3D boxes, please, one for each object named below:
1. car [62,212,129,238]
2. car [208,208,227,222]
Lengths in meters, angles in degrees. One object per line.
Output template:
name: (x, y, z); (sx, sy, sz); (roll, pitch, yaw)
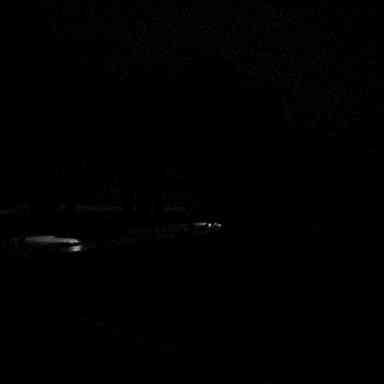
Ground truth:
car: (-6.074, 2.013, 21.432); (1.812, 1.442, 4.674); (1, -1, 35)
car: (3.507, 2.435, 34.997); (1.812, 1.442, 4.674); (1, -1, 36)
